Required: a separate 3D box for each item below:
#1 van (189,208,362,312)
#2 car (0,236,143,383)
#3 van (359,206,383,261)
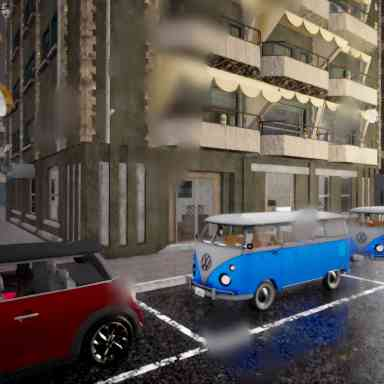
[{"bbox_3d":[1.852,1.342,7.428,3.998,1.788,1.690,0,0,-36],"label":"van"},{"bbox_3d":[-2.773,1.440,4.114,4.097,1.590,1.967,0,0,-36],"label":"car"},{"bbox_3d":[6.477,1.344,10.741,3.998,1.788,1.690,0,0,-36],"label":"van"}]
